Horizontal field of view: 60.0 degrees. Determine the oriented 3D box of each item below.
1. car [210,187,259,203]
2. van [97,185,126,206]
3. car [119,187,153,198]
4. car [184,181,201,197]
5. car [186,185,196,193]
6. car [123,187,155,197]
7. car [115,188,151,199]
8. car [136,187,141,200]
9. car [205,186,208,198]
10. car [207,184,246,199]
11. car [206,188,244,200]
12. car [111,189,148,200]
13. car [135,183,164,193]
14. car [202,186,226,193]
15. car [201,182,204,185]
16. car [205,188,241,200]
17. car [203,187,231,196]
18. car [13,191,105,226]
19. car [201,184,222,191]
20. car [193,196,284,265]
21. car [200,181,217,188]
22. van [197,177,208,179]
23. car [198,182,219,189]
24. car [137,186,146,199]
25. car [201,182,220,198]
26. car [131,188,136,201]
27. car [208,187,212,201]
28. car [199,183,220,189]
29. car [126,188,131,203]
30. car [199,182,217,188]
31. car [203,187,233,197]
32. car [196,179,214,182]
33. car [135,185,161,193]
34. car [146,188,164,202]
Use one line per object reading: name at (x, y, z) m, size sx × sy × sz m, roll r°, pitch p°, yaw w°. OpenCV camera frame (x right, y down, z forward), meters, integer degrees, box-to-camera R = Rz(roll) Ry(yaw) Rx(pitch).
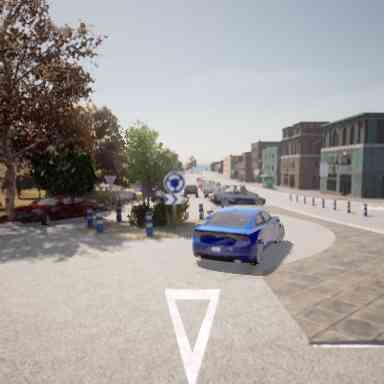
car at (4.316, 0.567, 30.398) m, size 4.792 × 1.488 × 2.163 m, roll 0°, pitch 1°, yaw 0°
van at (-8.666, 0.313, 30.327) m, size 4.442 × 1.987 × 1.878 m, roll 1°, pitch 1°, yaw 0°
car at (-8.761, 0.065, 52.520) m, size 5.008 × 1.535 × 2.097 m, roll 0°, pitch 2°, yaw 0°
car at (-0.126, -0.268, 54.586) m, size 2.150 × 2.045 × 5.566 m, roll 0°, pitch 2°, yaw 0°
car at (-0.204, -0.745, 71.622) m, size 2.033 × 1.411 × 5.357 m, roll 0°, pitch 3°, yaw 0°
car at (-8.757, -0.041, 55.436) m, size 4.892 × 1.521 × 2.231 m, roll 0°, pitch 2°, yaw 0°
car at (-8.765, 0.157, 49.731) m, size 5.008 × 1.535 × 2.097 m, roll 0°, pitch 2°, yaw 0°
car at (-8.811, 0.453, 38.700) m, size 4.792 × 1.488 × 2.163 m, roll 0°, pitch 1°, yaw 0°
car at (4.302, 0.424, 38.746) m, size 5.008 × 1.535 × 2.097 m, roll 0°, pitch 1°, yaw 0°
car at (4.263, 0.341, 35.965) m, size 4.553 × 1.767 × 2.185 m, roll 0°, pitch 1°, yaw 0°
car at (4.310, 0.311, 44.328) m, size 4.892 × 1.521 × 2.231 m, roll 0°, pitch 1°, yaw 0°
car at (-8.744, 0.271, 46.942) m, size 4.792 × 1.488 × 2.163 m, roll 0°, pitch 1°, yaw 0°
car at (-8.775, -0.925, 69.221) m, size 5.566 × 2.045 × 2.435 m, roll 0°, pitch 3°, yaw 0°
car at (4.327, -0.496, 66.606) m, size 4.674 × 1.452 × 2.002 m, roll 0°, pitch 3°, yaw 0°
car at (4.292, -0.397, 61.036) m, size 4.553 × 1.767 × 2.185 m, roll 0°, pitch 3°, yaw 0°
car at (4.336, 0.268, 47.107) m, size 4.792 × 1.488 × 2.163 m, roll 0°, pitch 2°, yaw 0°
car at (4.291, -0.124, 58.258) m, size 4.792 × 1.488 × 2.163 m, roll 0°, pitch 2°, yaw 0°
car at (-7.523, 0.918, 18.802) m, size 1.882 × 1.535 × 5.008 m, roll 1°, pitch 2°, yaw 26°
car at (4.369, -0.966, 74.958) m, size 4.792 × 1.488 × 2.163 m, roll 0°, pitch 3°, yaw 0°
car at (1.756, 1.239, 11.354) m, size 1.882 × 1.535 × 5.008 m, roll 2°, pitch 5°, yaw 26°
car at (4.388, -1.975, 88.716) m, size 4.553 × 1.767 × 2.185 m, roll 0°, pitch 4°, yaw 0°
van at (4.246, -2.430, 94.390) m, size 4.442 × 1.987 × 1.878 m, roll 0°, pitch 4°, yaw 0°
car at (4.168, -1.687, 86.071) m, size 5.366 × 1.575 × 1.946 m, roll 0°, pitch 4°, yaw 0°
car at (-8.962, 0.307, 44.286) m, size 5.366 × 1.575 × 1.946 m, roll 0°, pitch 1°, yaw 0°
car at (4.272, 0.120, 41.534) m, size 5.566 × 2.045 × 2.435 m, roll 0°, pitch 1°, yaw 0°
car at (-8.789, 0.508, 35.788) m, size 4.674 × 1.452 × 2.002 m, roll 0°, pitch 1°, yaw 0°
car at (4.261, 0.532, 33.181) m, size 4.792 × 1.488 × 2.163 m, roll 0°, pitch 1°, yaw 0°
car at (4.355, -1.511, 83.293) m, size 5.008 × 1.535 × 2.097 m, roll 0°, pitch 4°, yaw 0°
car at (-8.792, 0.543, 33.004) m, size 4.674 × 1.452 × 2.002 m, roll 0°, pitch 1°, yaw 0°
car at (4.354, -2.030, 91.626) m, size 4.892 × 1.521 × 2.231 m, roll 0°, pitch 4°, yaw 0°
car at (4.346, -0.013, 55.472) m, size 4.792 × 1.488 × 2.163 m, roll 0°, pitch 2°, yaw 0°
car at (4.318, -1.588, 80.499) m, size 5.566 × 2.045 × 2.435 m, roll 0°, pitch 4°, yaw 0°
car at (-8.755, -0.530, 66.449) m, size 5.008 × 1.535 × 2.097 m, roll 0°, pitch 3°, yaw 0°
car at (-3.839, 0.471, 39.777) m, size 2.033 × 1.411 × 5.357 m, roll 0°, pitch 1°, yaw 0°
